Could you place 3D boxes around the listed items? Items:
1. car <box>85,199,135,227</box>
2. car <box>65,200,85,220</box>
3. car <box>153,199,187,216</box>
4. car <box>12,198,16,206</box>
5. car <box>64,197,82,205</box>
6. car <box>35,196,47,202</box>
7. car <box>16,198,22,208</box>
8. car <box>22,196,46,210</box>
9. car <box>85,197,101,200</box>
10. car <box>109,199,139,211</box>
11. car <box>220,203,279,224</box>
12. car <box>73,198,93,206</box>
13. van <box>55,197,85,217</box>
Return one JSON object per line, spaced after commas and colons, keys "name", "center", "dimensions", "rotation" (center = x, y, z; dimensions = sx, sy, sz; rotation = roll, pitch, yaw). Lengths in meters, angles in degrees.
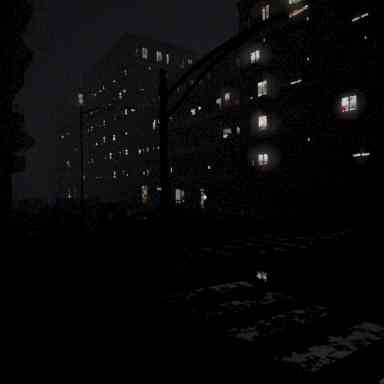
{"name": "car", "center": [-5.869, 1.553, 23.921], "dimensions": [1.967, 1.590, 4.097], "rotation": [-1, 1, -36]}
{"name": "car", "center": [-8.987, 1.652, 28.284], "dimensions": [1.752, 1.417, 4.829], "rotation": [-1, 1, -36]}
{"name": "car", "center": [-2.271, 1.441, 33.295], "dimensions": [1.967, 1.590, 4.097], "rotation": [-1, 1, -36]}
{"name": "car", "center": [-31.618, 1.782, 59.936], "dimensions": [1.887, 1.381, 4.507], "rotation": [-1, 1, -36]}
{"name": "car", "center": [-21.583, 1.645, 60.307], "dimensions": [2.008, 1.369, 4.403], "rotation": [-1, 1, -36]}
{"name": "car", "center": [-37.678, 1.728, 82.817], "dimensions": [1.887, 1.381, 4.507], "rotation": [-1, 1, -36]}
{"name": "car", "center": [-25.180, 1.769, 50.932], "dimensions": [1.947, 1.339, 4.313], "rotation": [-1, 1, -36]}
{"name": "car", "center": [-21.964, 1.628, 46.429], "dimensions": [1.967, 1.590, 4.097], "rotation": [-1, 1, -36]}
{"name": "car", "center": [-15.147, 1.502, 51.302], "dimensions": [1.967, 1.590, 4.097], "rotation": [-1, 1, -36]}
{"name": "car", "center": [-8.707, 1.581, 42.299], "dimensions": [2.008, 1.369, 4.403], "rotation": [-1, 1, -36]}
{"name": "car", "center": [4.069, 1.498, 24.431], "dimensions": [1.752, 1.417, 4.829], "rotation": [-1, 1, -36]}
{"name": "car", "center": [-18.364, 1.643, 55.805], "dimensions": [1.947, 1.339, 4.313], "rotation": [-1, 1, -36]}
{"name": "van", "center": [-12.308, 1.483, 32.923], "dimensions": [1.690, 1.788, 3.998], "rotation": [-1, 1, -36]}
